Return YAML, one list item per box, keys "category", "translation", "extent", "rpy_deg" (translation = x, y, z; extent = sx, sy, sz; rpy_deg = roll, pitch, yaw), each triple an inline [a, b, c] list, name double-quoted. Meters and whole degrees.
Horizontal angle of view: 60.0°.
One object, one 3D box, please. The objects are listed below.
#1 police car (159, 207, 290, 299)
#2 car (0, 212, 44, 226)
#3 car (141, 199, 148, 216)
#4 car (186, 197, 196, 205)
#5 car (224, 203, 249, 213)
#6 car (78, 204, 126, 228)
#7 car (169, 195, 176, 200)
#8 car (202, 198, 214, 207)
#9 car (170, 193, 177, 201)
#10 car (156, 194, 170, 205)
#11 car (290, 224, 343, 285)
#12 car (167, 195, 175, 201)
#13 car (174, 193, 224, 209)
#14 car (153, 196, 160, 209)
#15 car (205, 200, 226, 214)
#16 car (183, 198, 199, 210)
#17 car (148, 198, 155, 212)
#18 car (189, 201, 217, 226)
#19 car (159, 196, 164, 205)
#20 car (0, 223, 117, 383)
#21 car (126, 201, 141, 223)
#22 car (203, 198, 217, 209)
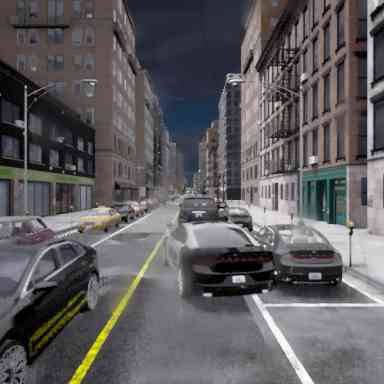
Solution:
- category: "police car"
  translation: [0.359, 1.432, 8.766]
  extent: [1.930, 1.638, 5.238]
  rpy_deg: [0, 0, -12]
- category: "car"
  translation: [-5.411, 1.447, 9.246]
  extent: [1.967, 1.590, 4.097]
  rpy_deg: [0, 0, 0]
- category: "car"
  translation: [-5.470, 1.548, 30.726]
  extent: [1.752, 1.417, 4.829]
  rpy_deg: [0, 0, 0]
- category: "car"
  translation: [-0.161, 1.556, 59.325]
  extent: [1.812, 1.442, 4.674]
  rpy_deg: [0, 0, 0]
- category: "car"
  translation: [2.584, 1.566, 20.084]
  extent: [2.008, 1.369, 4.403]
  rpy_deg: [0, 0, 0]
- category: "car"
  translation: [-5.441, 1.540, 19.901]
  extent: [1.752, 1.417, 4.829]
  rpy_deg: [0, 0, 0]
- category: "car"
  translation: [-5.647, 1.556, 95.162]
  extent: [1.752, 1.417, 4.829]
  rpy_deg: [0, 0, 0]
- category: "car"
  translation: [2.495, 1.611, 52.561]
  extent: [1.802, 1.307, 4.206]
  rpy_deg: [0, 0, 0]
- category: "car"
  translation: [-5.617, 1.583, 84.423]
  extent: [2.008, 1.369, 4.403]
  rpy_deg: [0, 0, 0]
- category: "car"
  translation: [-5.545, 1.345, 57.960]
  extent: [2.192, 1.841, 5.009]
  rpy_deg: [0, 0, 0]
- category: "car"
  translation: [2.614, 1.558, 9.259]
  extent: [2.008, 1.369, 4.403]
  rpy_deg: [0, 0, 0]
- category: "car"
  translation: [-5.632, 1.576, 89.878]
  extent: [1.887, 1.381, 4.507]
  rpy_deg: [0, 0, 0]
- category: "car"
  translation: [0.432, 1.236, 18.851]
  extent: [2.150, 2.045, 5.566]
  rpy_deg: [0, 0, 2]
- category: "car"
  translation: [-5.500, 1.579, 41.722]
  extent: [2.008, 1.369, 4.403]
  rpy_deg: [0, 0, 0]
- category: "car"
  translation: [2.540, 1.592, 36.322]
  extent: [1.947, 1.339, 4.313]
  rpy_deg: [0, 0, 0]
- category: "car"
  translation: [-0.112, 1.576, 45.301]
  extent: [2.033, 1.411, 5.357]
  rpy_deg: [0, 0, 0]
- category: "car"
  translation: [-5.486, 1.608, 36.309]
  extent: [1.802, 1.307, 4.206]
  rpy_deg: [0, 0, 0]
- category: "car"
  translation: [0.759, 1.497, 24.782]
  extent: [1.882, 1.535, 5.008]
  rpy_deg: [0, 0, 0]
- category: "car"
  translation: [-5.515, 1.580, 47.135]
  extent: [2.008, 1.369, 4.403]
  rpy_deg: [0, 0, 0]
- category: "car"
  translation: [-2.762, 1.495, 4.885]
  extent: [2.128, 1.511, 4.902]
  rpy_deg: [0, 0, 0]
- category: "car"
  translation: [-5.456, 1.585, 25.484]
  extent: [1.947, 1.339, 4.313]
  rpy_deg: [0, 0, 0]
- category: "car"
  translation: [2.510, 1.554, 47.318]
  extent: [1.752, 1.417, 4.829]
  rpy_deg: [0, 0, 0]
